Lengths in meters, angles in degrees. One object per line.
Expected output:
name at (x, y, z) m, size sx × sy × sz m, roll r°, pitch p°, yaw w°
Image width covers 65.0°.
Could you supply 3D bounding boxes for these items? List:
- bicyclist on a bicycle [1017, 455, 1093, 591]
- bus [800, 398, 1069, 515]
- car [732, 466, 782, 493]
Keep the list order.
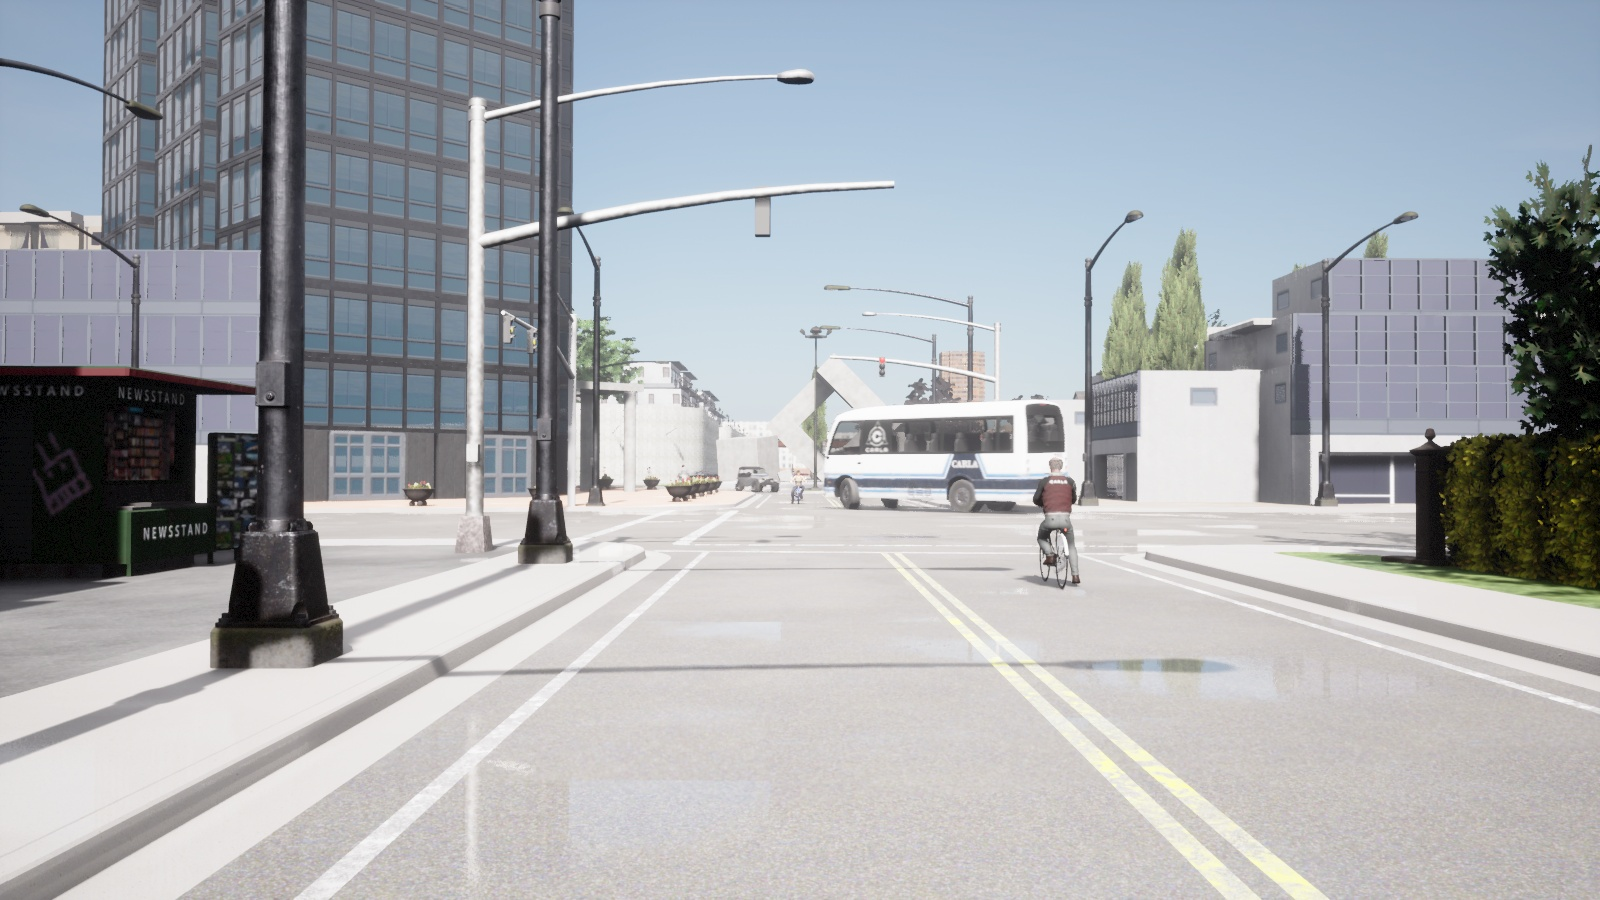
bicyclist on a bicycle at (3.485, 0.961, 17.280) m, size 0.659 × 1.776 × 1.843 m, roll 0°, pitch -1°, yaw 0°
bus at (5.169, 0.264, 50.341) m, size 10.273 × 4.253 × 3.944 m, roll -1°, pitch 0°, yaw 42°
car at (-3.076, 2.130, 89.982) m, size 1.905 × 1.878 × 3.866 m, roll 0°, pitch -1°, yaw -32°
